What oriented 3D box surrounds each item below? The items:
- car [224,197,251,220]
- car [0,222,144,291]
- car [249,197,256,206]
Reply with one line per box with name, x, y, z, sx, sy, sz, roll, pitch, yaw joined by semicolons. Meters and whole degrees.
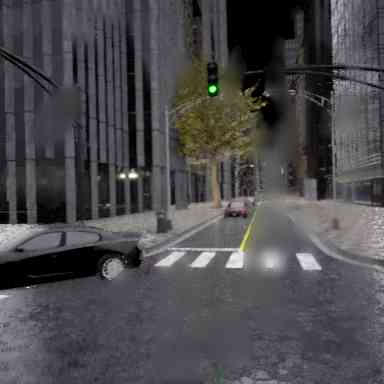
car;3.953;1.551;29.493;1.882;1.535;5.008;-2;0;12
car;-3.785;1.631;8.840;5.008;1.535;1.882;-2;1;-28
car;9.476;1.607;54.736;1.812;1.442;4.674;-2;0;12
